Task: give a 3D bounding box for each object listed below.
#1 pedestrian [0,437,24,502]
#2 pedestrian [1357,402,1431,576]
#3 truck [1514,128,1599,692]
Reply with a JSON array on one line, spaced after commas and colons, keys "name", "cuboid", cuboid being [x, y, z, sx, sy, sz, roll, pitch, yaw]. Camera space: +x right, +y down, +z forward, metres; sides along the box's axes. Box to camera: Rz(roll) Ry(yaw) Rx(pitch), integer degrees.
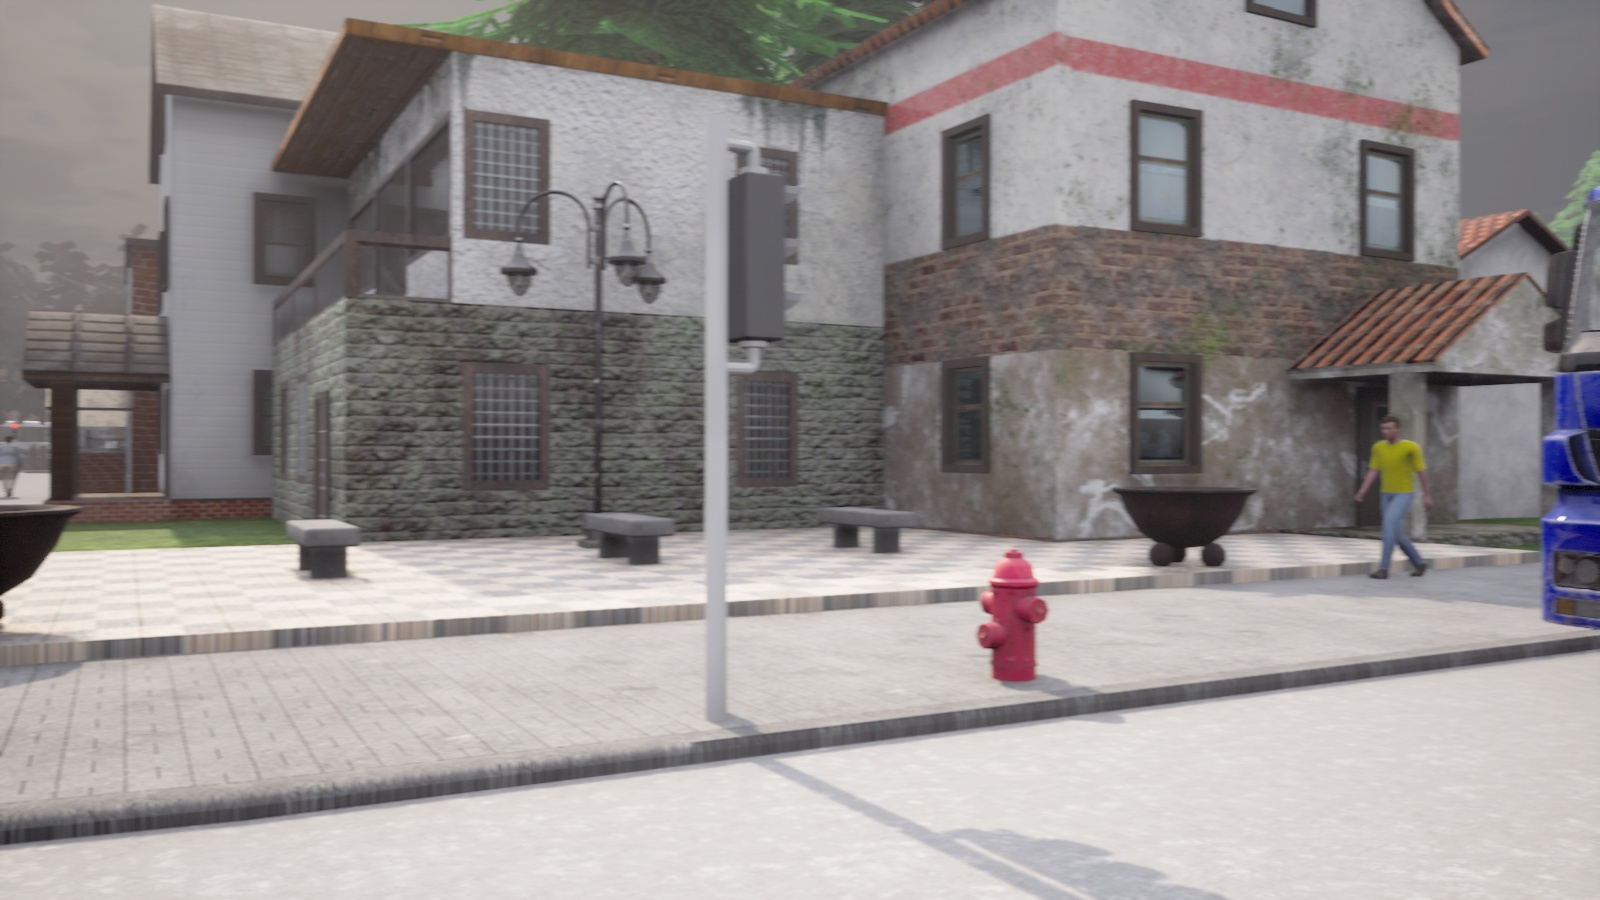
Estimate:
[{"name": "pedestrian", "cuboid": [-23.033, 0.558, 36.346, 0.874, 1.855, 0.900, 0, 0, -26]}, {"name": "pedestrian", "cuboid": [6.420, 0.411, 13.569, 0.706, 1.836, 0.354, 0, 0, -27]}, {"name": "truck", "cuboid": [8.823, -0.253, 8.829, 7.936, 3.462, 2.891, 0, 0, -29]}]
